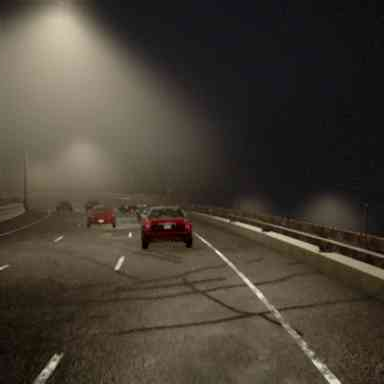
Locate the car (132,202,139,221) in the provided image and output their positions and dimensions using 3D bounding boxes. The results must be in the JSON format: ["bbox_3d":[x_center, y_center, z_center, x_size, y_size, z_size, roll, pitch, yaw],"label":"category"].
[{"bbox_3d":[-3.207,1.662,25.700,2.033,1.411,5.357,0,0,-14],"label":"car"}]

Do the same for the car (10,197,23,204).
[{"bbox_3d":[-41.079,2.031,77.383,4.892,1.490,1.837,-1,0,42],"label":"car"}]

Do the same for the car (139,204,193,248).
[{"bbox_3d":[-1.266,1.416,15.325,2.097,1.767,4.553,0,0,-8],"label":"car"}]

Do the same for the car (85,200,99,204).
[{"bbox_3d":[-13.150,1.767,44.144,1.812,1.442,4.674,0,0,-24],"label":"car"}]

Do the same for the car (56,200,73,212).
[{"bbox_3d":[-16.991,1.790,44.185,1.812,1.442,4.674,0,0,-25],"label":"car"}]

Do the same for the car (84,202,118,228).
[{"bbox_3d":[-6.184,1.648,23.056,1.812,1.442,4.674,0,0,-13],"label":"car"}]

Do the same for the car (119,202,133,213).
[{"bbox_3d":[-7.572,1.793,39.821,1.895,1.301,4.718,0,0,-20],"label":"car"}]
